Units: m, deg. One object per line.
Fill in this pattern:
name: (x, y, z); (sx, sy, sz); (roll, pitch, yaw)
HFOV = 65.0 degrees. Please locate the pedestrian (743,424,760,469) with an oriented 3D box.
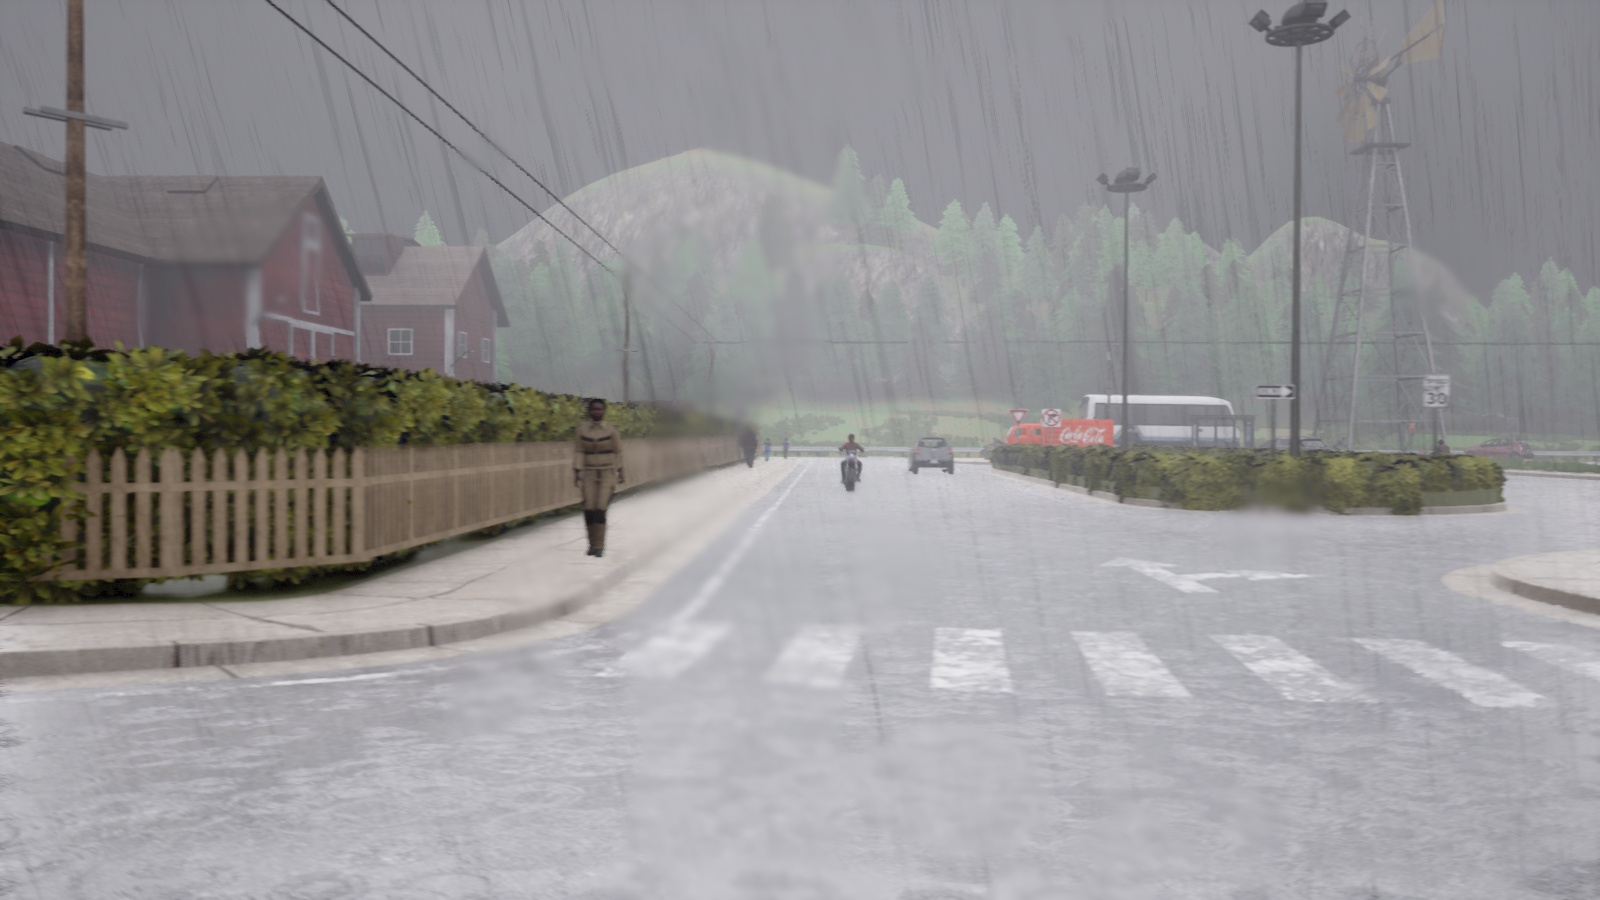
pedestrian: (-2.040, -0.144, 52.684); (0.634, 1.844, 0.899); (-1, 1, 1)

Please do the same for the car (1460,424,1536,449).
car: (46.046, -0.864, 82.864); (1.851, 1.617, 3.988); (-1, 1, -38)

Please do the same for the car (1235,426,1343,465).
car: (21.868, -0.213, 56.388); (2.033, 1.649, 4.856); (-1, 0, -14)

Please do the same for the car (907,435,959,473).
car: (5.416, 0.136, 51.554); (1.845, 1.501, 3.633); (-1, 1, 2)

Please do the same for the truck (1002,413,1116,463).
truck: (12.908, -0.585, 62.884); (5.204, 2.467, 2.627); (0, 0, 3)

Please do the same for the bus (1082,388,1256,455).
bus: (23.990, -1.856, 82.148); (10.273, 4.253, 3.944); (0, 1, 2)

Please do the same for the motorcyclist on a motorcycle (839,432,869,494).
motorcyclist on a motorcycle: (1.464, 0.328, 34.473); (0.766, 1.649, 2.350); (-1, 1, 2)

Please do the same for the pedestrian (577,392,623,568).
pedestrian: (-2.246, 0.326, 14.165); (0.396, 1.930, 0.692); (-1, 1, -2)
